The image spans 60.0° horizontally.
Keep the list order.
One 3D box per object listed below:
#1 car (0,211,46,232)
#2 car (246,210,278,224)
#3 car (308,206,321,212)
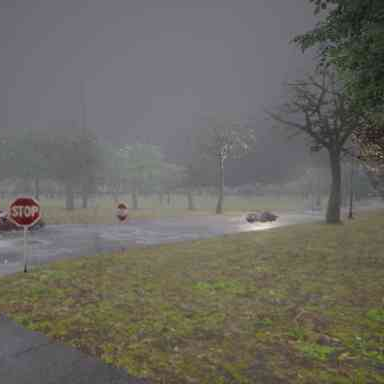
[{"bbox_3d":[-12.075,2.006,21.931,1.812,1.442,4.674,1,-1,36],"label":"car"},{"bbox_3d":[8.069,2.826,37.992,2.033,1.411,5.357,1,-1,36],"label":"car"},{"bbox_3d":[29.312,3.978,79.569,1.994,1.385,4.181,1,-1,36],"label":"car"}]
